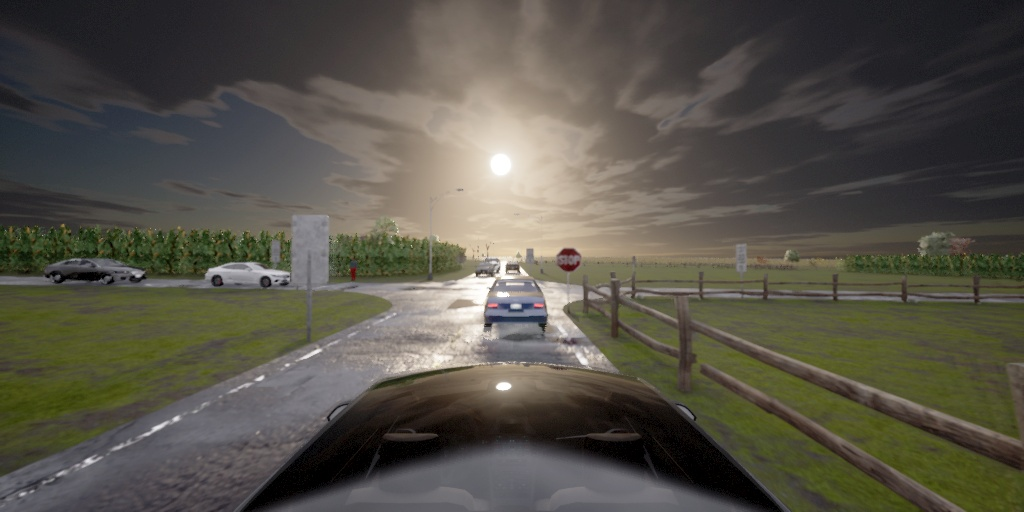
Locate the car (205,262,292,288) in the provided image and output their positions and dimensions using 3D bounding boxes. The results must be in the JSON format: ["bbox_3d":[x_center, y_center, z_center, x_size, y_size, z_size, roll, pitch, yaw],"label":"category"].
[{"bbox_3d":[-15.697,1.095,21.508,4.674,1.442,1.812,1,-1,1],"label":"car"}]

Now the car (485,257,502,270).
[{"bbox_3d":[-2.857,1.184,49.578,2.150,2.045,5.566,0,0,0],"label":"car"}]

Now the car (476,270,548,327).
[{"bbox_3d":[0.097,1.342,11.675,2.033,1.411,5.357,0,0,0],"label":"car"}]

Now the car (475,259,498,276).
[{"bbox_3d":[-2.869,1.420,38.856,1.837,1.490,4.892,0,0,0],"label":"car"}]

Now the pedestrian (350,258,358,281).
[{"bbox_3d":[-12.176,1.000,27.532,0.375,1.860,0.375,0,-2,0],"label":"pedestrian"}]

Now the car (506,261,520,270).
[{"bbox_3d":[0.093,1.439,49.363,1.882,1.535,5.008,0,0,0],"label":"car"}]

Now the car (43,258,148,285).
[{"bbox_3d":[-24.847,0.899,21.516,4.902,1.511,2.128,1,-1,0],"label":"car"}]
